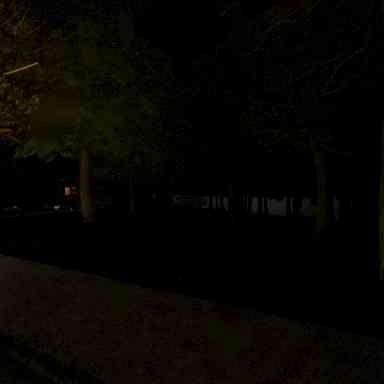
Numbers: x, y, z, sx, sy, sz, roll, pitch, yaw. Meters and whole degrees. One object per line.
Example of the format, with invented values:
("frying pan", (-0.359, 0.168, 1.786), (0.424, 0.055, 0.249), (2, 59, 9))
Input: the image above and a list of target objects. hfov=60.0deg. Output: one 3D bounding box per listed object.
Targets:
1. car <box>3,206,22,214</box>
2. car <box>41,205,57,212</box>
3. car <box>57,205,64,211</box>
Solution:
("car", (-34.434, 3.405, 63.805), (2.033, 1.411, 5.357), (0, -2, -9))
("car", (-33.409, 3.886, 77.215), (1.837, 1.490, 4.892), (0, -2, -9))
("car", (-35.123, 4.239, 87.498), (2.128, 1.511, 4.902), (0, -2, -9))
